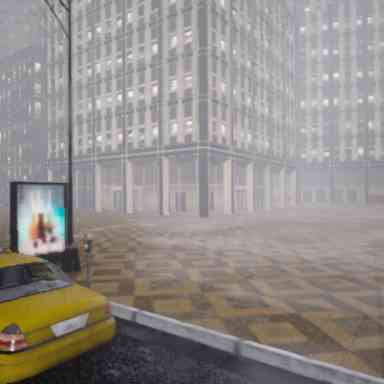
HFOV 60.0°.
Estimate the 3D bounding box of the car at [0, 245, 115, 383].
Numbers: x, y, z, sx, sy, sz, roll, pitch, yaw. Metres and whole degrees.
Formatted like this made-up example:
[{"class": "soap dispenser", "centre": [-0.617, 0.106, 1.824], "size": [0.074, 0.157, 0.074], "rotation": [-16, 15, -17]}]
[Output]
[{"class": "car", "centre": [-3.305, 1.525, 5.239], "size": [4.829, 1.417, 1.752], "rotation": [0, 0, 35]}]
